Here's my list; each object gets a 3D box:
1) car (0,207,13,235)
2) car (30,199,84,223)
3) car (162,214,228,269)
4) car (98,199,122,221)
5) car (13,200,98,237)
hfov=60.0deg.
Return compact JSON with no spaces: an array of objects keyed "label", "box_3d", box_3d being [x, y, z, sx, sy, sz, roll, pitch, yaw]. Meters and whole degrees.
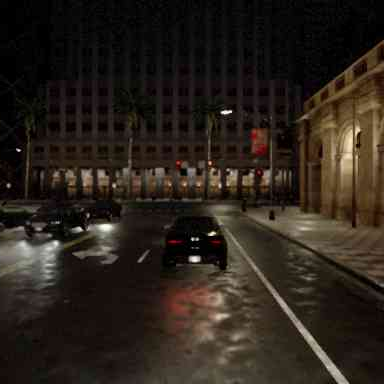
[{"label":"car","box_3d":[-10.388,1.501,18.201,1.895,1.301,4.718,0,0,1]},{"label":"car","box_3d":[-10.197,1.355,25.610,2.128,1.511,4.902,0,0,1]},{"label":"car","box_3d":[0.104,1.501,10.941,1.837,1.490,4.892,0,-1,1]},{"label":"car","box_3d":[-6.698,1.344,25.562,1.882,1.535,5.008,0,0,1]},{"label":"car","box_3d":[-6.898,1.397,17.475,2.128,1.511,4.902,0,0,1]}]
